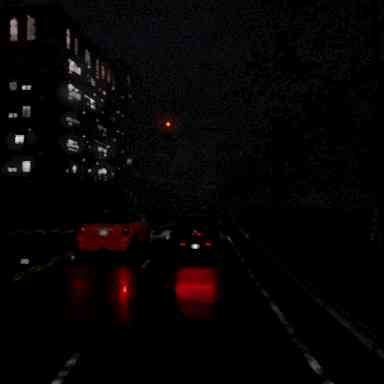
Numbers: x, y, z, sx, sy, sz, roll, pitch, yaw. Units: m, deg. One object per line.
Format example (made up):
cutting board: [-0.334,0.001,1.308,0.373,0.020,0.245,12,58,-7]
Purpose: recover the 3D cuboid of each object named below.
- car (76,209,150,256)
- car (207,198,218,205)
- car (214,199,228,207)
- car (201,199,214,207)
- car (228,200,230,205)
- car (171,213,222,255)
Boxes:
car: [-3.061,1.493,13.870,2.097,1.767,4.553,0,-1,2]
car: [5.319,2.480,85.877,2.097,1.767,4.553,0,-1,12]
car: [6.363,2.516,73.934,1.994,1.385,4.181,0,-1,10]
car: [3.091,2.457,74.087,1.837,1.490,4.892,0,-1,10]
car: [8.597,2.609,85.670,1.882,1.535,5.008,0,-1,12]
car: [0.197,1.652,13.997,1.837,1.490,4.892,0,0,2]
